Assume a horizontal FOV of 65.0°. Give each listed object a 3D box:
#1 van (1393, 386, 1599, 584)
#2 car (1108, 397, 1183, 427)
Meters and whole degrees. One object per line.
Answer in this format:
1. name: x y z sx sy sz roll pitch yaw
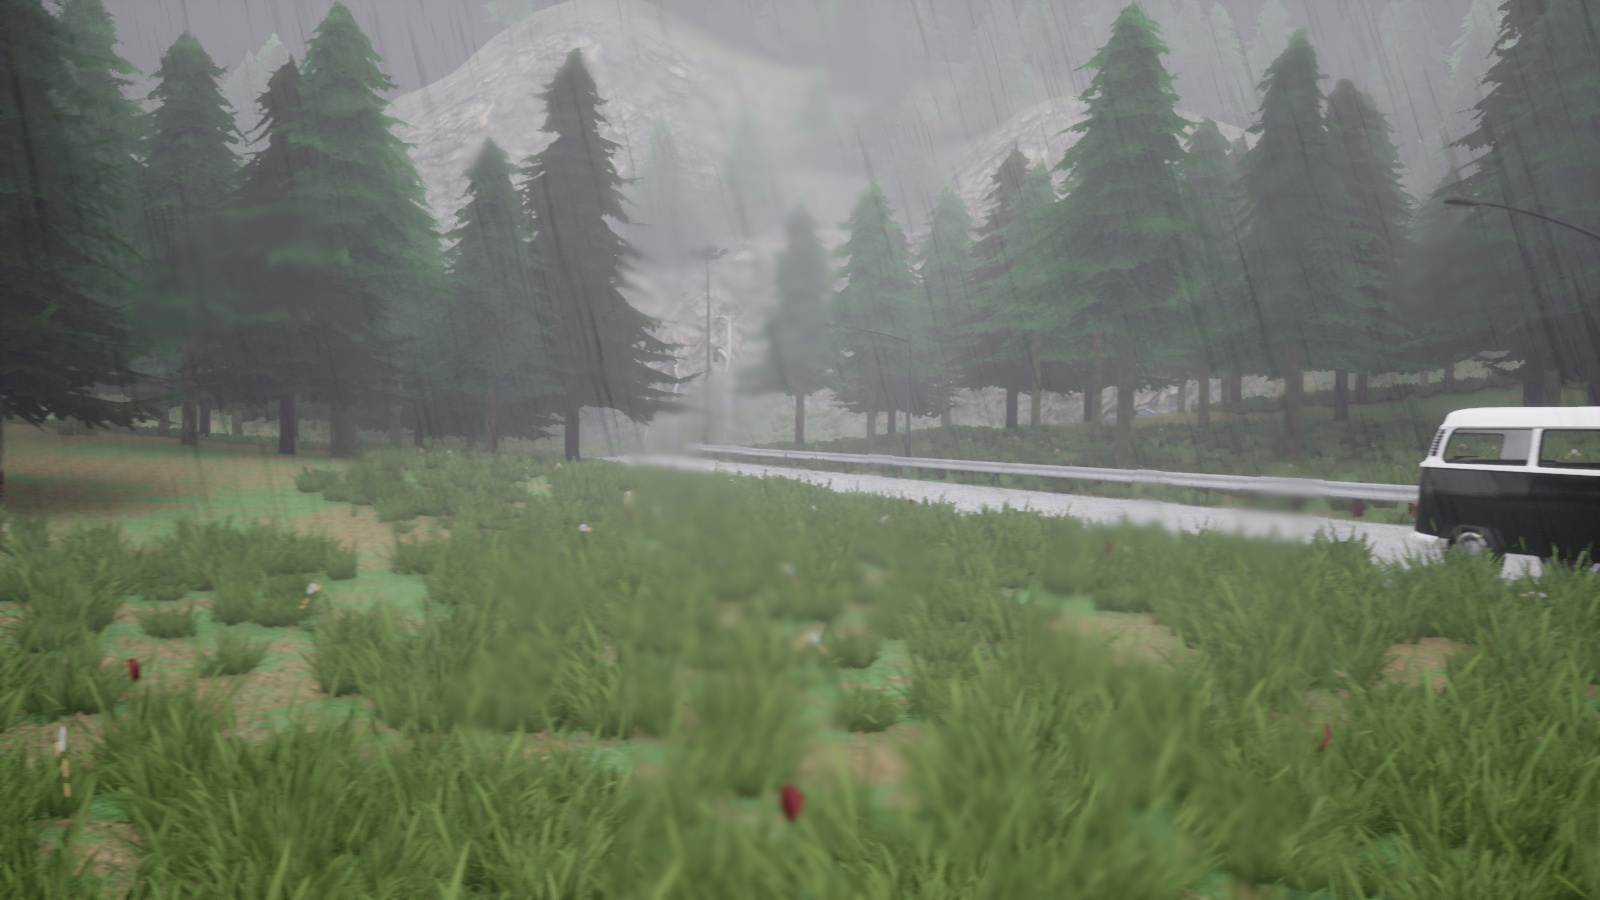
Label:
1. van: 9.024 0.342 13.652 2.069 2.038 4.480 -1 1 -21
2. car: 21.614 -2.352 78.529 4.193 1.474 1.816 -5 -1 25
